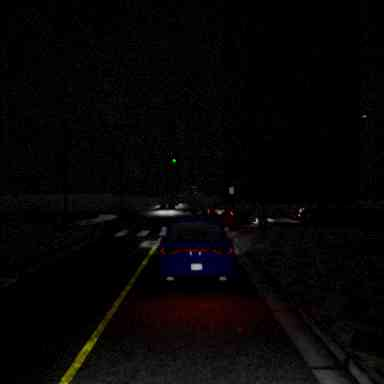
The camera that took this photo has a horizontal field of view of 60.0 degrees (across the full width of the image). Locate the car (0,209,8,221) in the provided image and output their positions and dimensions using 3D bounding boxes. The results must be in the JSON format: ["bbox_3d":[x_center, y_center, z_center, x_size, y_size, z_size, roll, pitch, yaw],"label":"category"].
[{"bbox_3d":[-14.775,1.348,22.383,4.403,1.369,2.008,1,-1,0],"label":"car"}]

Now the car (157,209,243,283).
[{"bbox_3d":[0.101,1.470,9.676,1.882,1.535,5.008,0,0,0],"label":"car"}]

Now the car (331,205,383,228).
[{"bbox_3d":[12.134,1.756,22.482,4.313,1.339,1.947,1,-1,0],"label":"car"}]

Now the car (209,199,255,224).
[{"bbox_3d":[2.738,1.366,22.861,2.097,1.767,4.553,2,0,28],"label":"car"}]

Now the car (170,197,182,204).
[{"bbox_3d":[-3.014,1.550,63.379,1.895,1.301,4.718,0,0,0],"label":"car"}]

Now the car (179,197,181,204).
[{"bbox_3d":[-3.089,1.462,53.165,1.837,1.490,4.892,0,0,0],"label":"car"}]

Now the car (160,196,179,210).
[{"bbox_3d":[-3.109,1.457,42.927,2.128,1.511,4.902,0,0,-2],"label":"car"}]

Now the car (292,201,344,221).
[{"bbox_3d":[10.950,1.517,28.330,4.553,1.767,2.097,1,0,0],"label":"car"}]
